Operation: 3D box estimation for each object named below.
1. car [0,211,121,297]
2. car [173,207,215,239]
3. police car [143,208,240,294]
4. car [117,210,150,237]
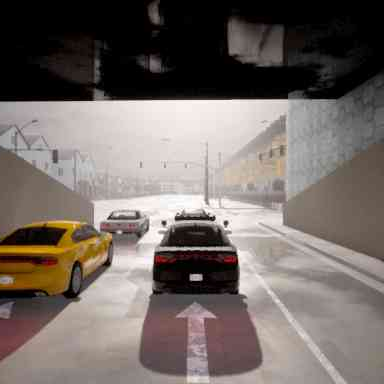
[{"bbox_3d":[-3.412,1.478,8.606,1.882,1.535,5.008,0,0,0],"label":"car"},{"bbox_3d":[0.088,1.563,17.894,1.994,1.385,4.181,0,0,0],"label":"car"},{"bbox_3d":[0.084,1.425,8.932,1.930,1.638,5.238,0,0,0],"label":"police car"},{"bbox_3d":[-3.410,1.601,17.848,1.895,1.301,4.718,0,0,0],"label":"car"}]
